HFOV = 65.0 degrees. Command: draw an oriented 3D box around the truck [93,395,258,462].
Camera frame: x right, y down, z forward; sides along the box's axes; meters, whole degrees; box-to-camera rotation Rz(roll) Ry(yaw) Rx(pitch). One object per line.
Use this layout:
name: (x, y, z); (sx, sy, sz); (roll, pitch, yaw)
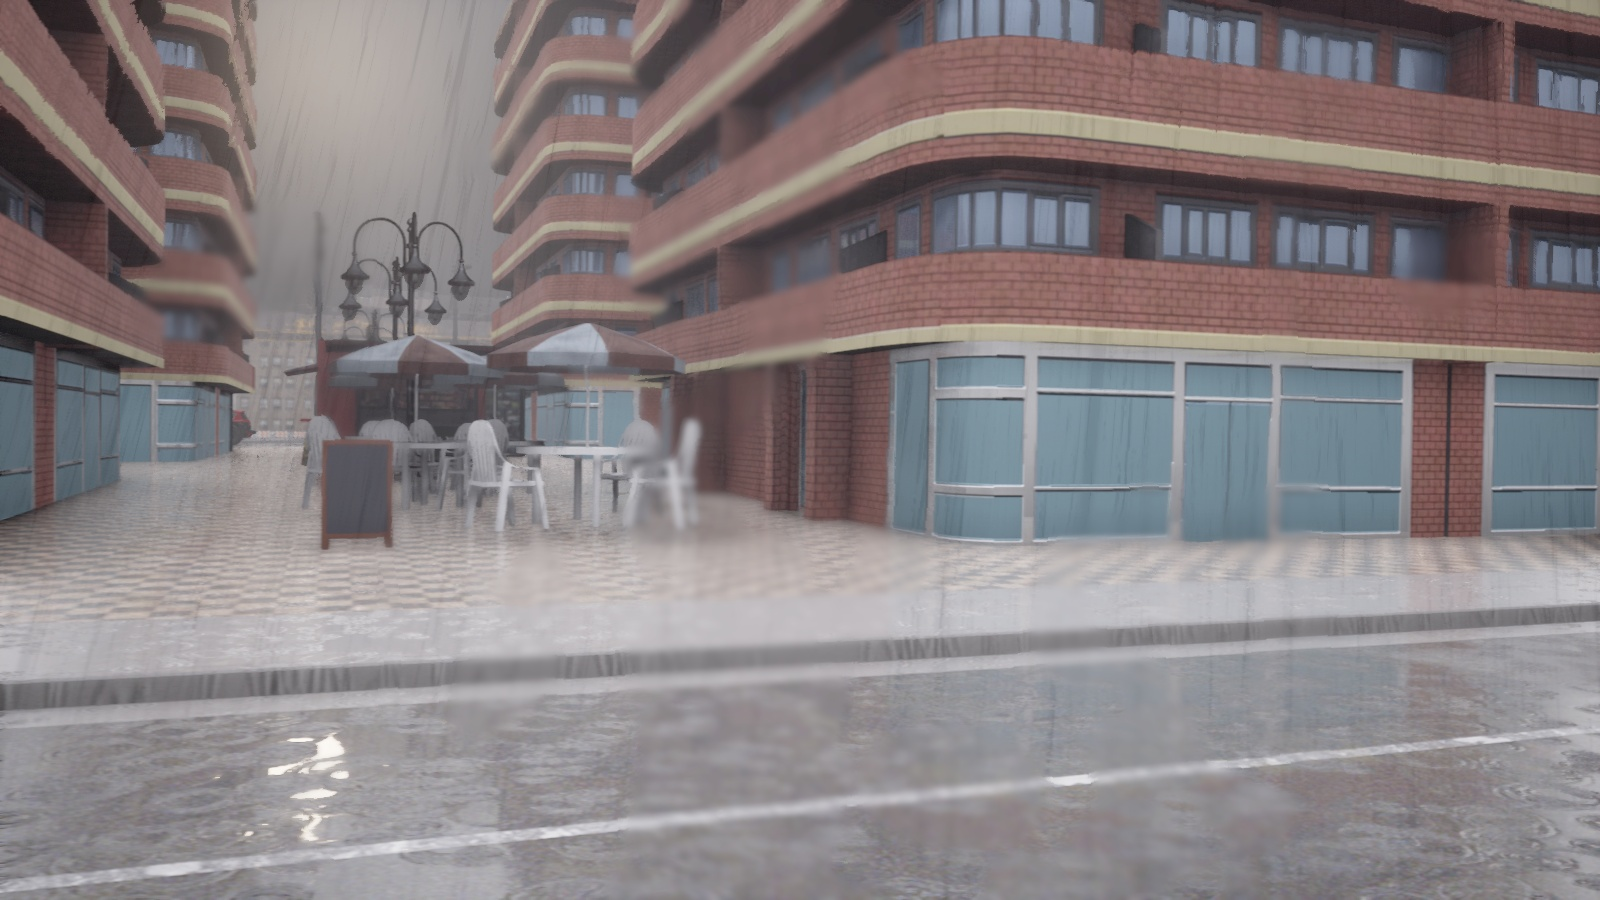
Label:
truck: (-34.704, -1.229, 70.163); (7.936, 3.462, 2.891); (-2, 1, -20)

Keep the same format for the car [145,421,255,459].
car: (-35.147, -0.592, 73.746); (5.566, 2.045, 2.150); (-2, 1, -21)

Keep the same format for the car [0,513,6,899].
car: (-4.123, 0.735, 1.672); (4.856, 1.649, 2.033); (-1, 1, -21)
